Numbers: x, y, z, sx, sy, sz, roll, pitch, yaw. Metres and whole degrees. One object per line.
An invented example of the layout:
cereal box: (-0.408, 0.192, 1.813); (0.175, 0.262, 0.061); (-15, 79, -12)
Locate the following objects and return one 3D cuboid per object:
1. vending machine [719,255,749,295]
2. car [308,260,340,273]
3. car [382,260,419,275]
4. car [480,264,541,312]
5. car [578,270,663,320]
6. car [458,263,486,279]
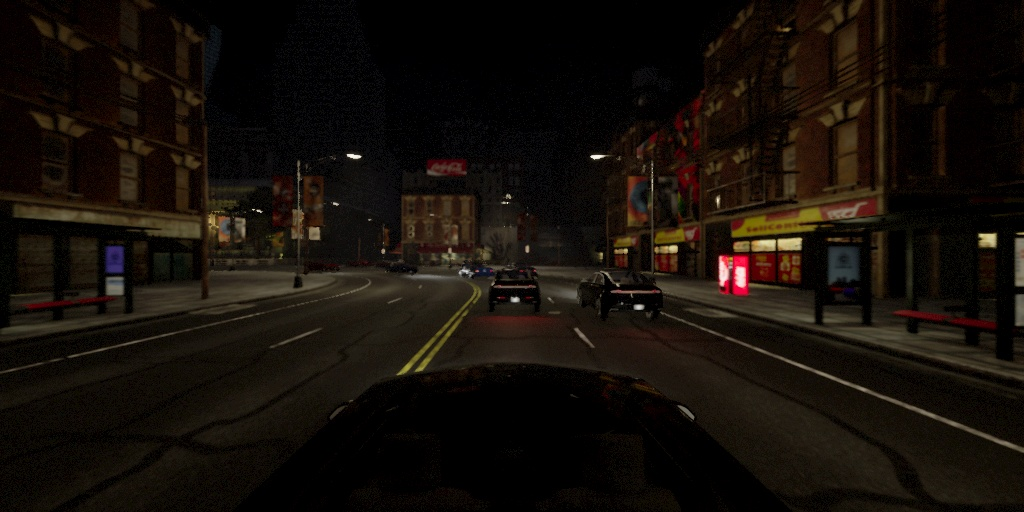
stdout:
vending machine: (10.878, 0.944, 17.613); (1.100, 2.100, 0.880); (0, 0, -1)
car: (-23.011, 1.227, 43.704); (5.008, 1.535, 1.882); (0, 0, 31)
car: (-11.939, 1.350, 38.871); (1.895, 1.301, 4.718); (0, 0, -42)
car: (0.043, 1.241, 14.308); (2.128, 1.511, 4.902); (0, 0, -1)
car: (3.584, 1.241, 12.621); (2.128, 1.511, 4.902); (0, 0, -1)
car: (-3.308, 1.296, 32.095); (2.033, 1.411, 5.357); (0, 0, -24)
